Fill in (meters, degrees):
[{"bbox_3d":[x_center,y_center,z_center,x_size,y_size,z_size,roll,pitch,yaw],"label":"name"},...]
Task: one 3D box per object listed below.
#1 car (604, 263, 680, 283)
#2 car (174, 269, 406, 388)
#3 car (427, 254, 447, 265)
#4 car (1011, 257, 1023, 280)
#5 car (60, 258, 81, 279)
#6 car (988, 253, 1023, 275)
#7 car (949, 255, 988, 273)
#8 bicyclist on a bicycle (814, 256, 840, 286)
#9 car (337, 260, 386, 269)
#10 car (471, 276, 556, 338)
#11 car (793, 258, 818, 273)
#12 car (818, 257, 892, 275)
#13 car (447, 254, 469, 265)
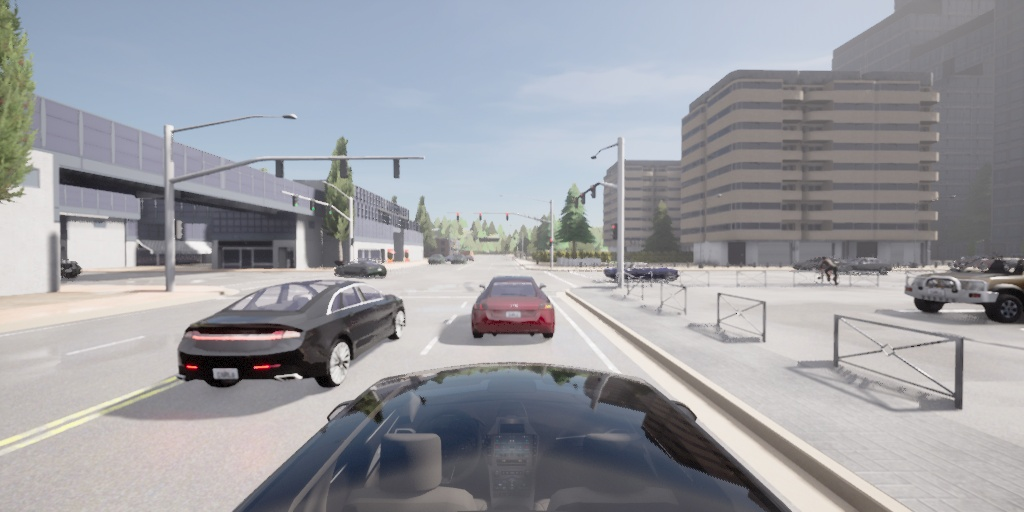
[{"bbox_3d":[8.793,1.103,24.303,4.718,1.301,1.895,0,1,-2],"label":"car"},{"bbox_3d":[-3.469,1.186,6.768,2.128,1.511,4.902,0,1,0],"label":"car"},{"bbox_3d":[-11.969,0.500,56.742,2.097,1.767,4.553,0,1,-1],"label":"car"},{"bbox_3d":[43.329,1.020,28.511,4.181,1.385,1.994,0,1,-1],"label":"car"},{"bbox_3d":[-34.526,0.710,25.628,5.566,2.045,2.150,0,1,-1],"label":"car"},{"bbox_3d":[46.870,0.673,32.170,5.357,1.411,2.033,0,1,-2],"label":"car"},{"bbox_3d":[46.768,0.648,35.668,4.181,1.385,1.994,0,1,-2],"label":"car"},{"bbox_3d":[17.947,0.847,20.447,0.582,1.620,1.656,0,0,-2],"label":"bicyclist on a bicycle"},{"bbox_3d":[-12.089,1.019,28.650,4.181,1.385,1.994,0,0,25],"label":"car"},{"bbox_3d":[0.020,1.225,9.823,1.994,1.385,4.181,0,1,0],"label":"car"},{"bbox_3d":[30.457,0.887,35.293,4.892,1.490,1.837,0,1,-2],"label":"car"},{"bbox_3d":[30.670,0.911,31.797,4.902,1.511,2.128,0,1,-2],"label":"car"},{"bbox_3d":[-8.474,0.499,56.857,2.097,1.767,4.553,0,1,-1],"label":"car"}]
